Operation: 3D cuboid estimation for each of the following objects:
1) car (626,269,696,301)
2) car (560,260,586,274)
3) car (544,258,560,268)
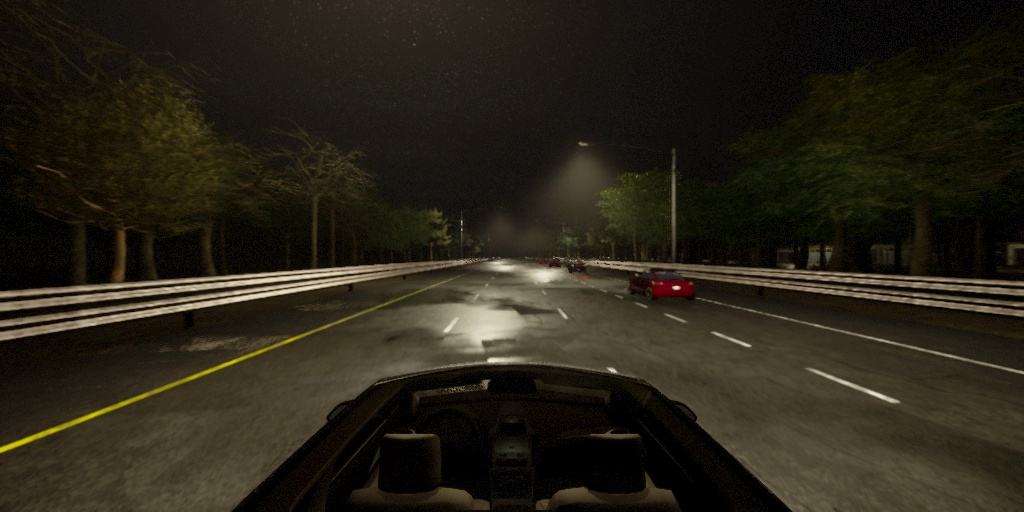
[{"bbox_3d":[7.009,1.314,17.287,1.994,1.385,4.181,0,0,0],"label":"car"},{"bbox_3d":[7.049,1.237,40.223,2.128,1.511,4.902,0,0,0],"label":"car"},{"bbox_3d":[7.087,1.264,61.261,1.812,1.442,4.674,0,0,0],"label":"car"}]
